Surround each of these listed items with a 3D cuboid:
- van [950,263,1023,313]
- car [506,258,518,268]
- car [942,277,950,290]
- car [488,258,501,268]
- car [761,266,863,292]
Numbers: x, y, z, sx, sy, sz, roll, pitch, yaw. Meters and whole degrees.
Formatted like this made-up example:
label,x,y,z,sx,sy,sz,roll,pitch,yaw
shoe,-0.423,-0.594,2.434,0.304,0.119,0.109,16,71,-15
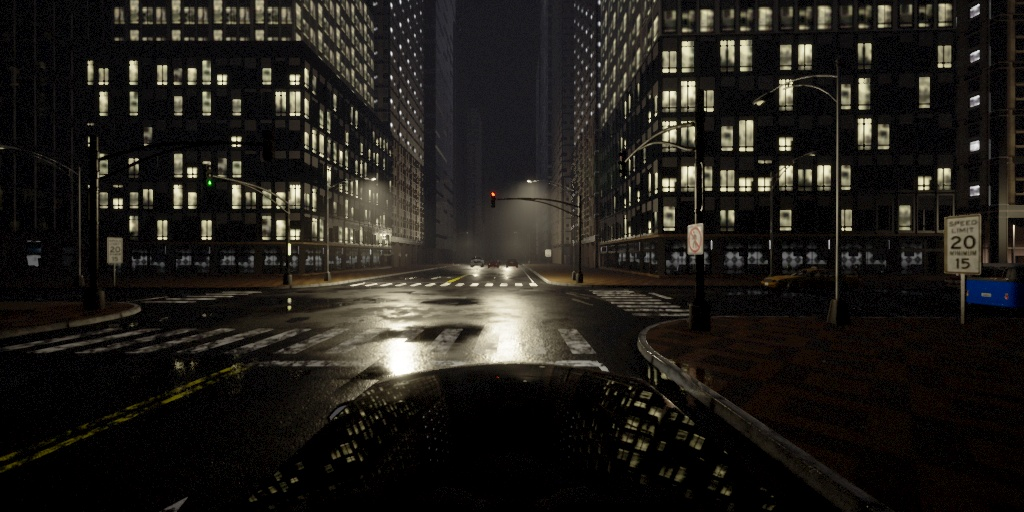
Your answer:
label,x,y,z,sx,sy,sz,roll,pitch,yaw
van,18.360,1.118,12.413,3.998,1.789,1.690,0,0,2
car,0.013,1.210,63.559,2.097,1.767,4.553,0,0,0
car,26.926,1.355,20.099,4.207,1.307,1.802,0,0,2
car,-3.237,1.457,63.203,1.895,1.301,4.718,0,0,0
car,17.091,1.292,20.585,4.829,1.417,1.751,0,0,2
